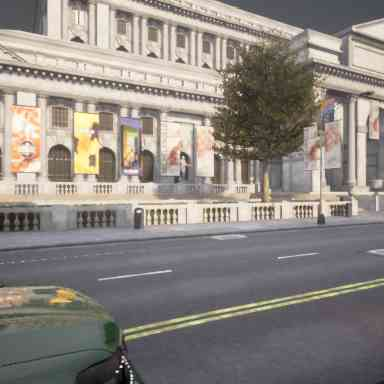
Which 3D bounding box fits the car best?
[{"bbox_3d":[-2.921,1.222,1.480,5.566,2.045,2.150,0,0,-37],"label":"car"}]
